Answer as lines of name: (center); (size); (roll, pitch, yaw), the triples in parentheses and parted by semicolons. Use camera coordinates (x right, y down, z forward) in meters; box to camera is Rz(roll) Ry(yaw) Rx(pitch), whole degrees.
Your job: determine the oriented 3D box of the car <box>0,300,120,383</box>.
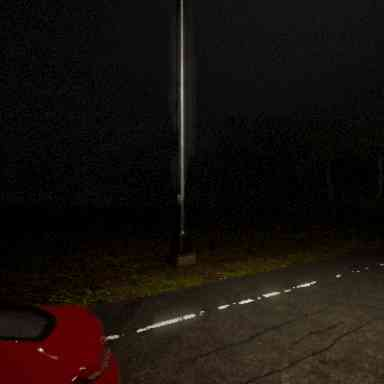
car: (-2.775, 1.526, 2.012); (4.674, 1.442, 1.812); (0, 0, -36)
